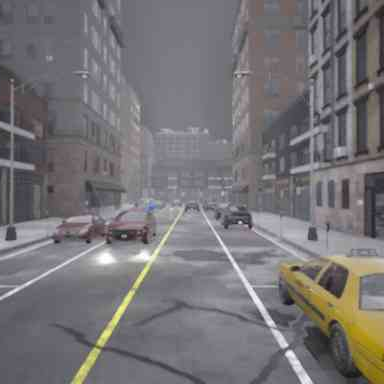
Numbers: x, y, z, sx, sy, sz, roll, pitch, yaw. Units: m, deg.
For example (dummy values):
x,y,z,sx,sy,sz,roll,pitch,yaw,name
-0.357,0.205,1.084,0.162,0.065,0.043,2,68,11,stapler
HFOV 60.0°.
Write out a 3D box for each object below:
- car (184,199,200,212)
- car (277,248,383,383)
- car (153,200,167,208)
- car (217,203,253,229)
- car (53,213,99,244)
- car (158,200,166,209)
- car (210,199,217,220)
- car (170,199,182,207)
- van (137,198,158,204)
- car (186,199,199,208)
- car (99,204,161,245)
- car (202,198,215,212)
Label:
x,y,z,sx,sy,sz,roll,pitch,yaw,name
0.025,1.830,44.173,1.837,1.490,4.892,0,-1,0,car
2.637,1.566,5.389,1.752,1.417,4.829,0,0,0,car
-5.402,1.979,56.173,1.947,1.339,4.313,0,0,0,car
3.015,1.675,23.240,1.837,1.490,4.892,0,0,0,car
-5.391,1.703,16.541,1.802,1.307,4.206,0,0,0,car
-5.401,1.922,50.511,2.008,1.369,4.403,0,0,0,car
3.007,1.700,30.240,1.882,1.535,5.008,0,0,0,car
-2.766,2.012,59.961,1.812,1.442,4.674,0,0,0,car
-5.398,1.629,39.189,1.690,1.788,3.998,0,0,0,van
0.139,1.997,58.782,1.994,1.385,4.181,0,-1,5,car
-2.855,1.598,16.474,1.882,1.535,5.008,0,0,0,car
2.626,1.896,44.851,1.947,1.339,4.313,0,0,0,car
